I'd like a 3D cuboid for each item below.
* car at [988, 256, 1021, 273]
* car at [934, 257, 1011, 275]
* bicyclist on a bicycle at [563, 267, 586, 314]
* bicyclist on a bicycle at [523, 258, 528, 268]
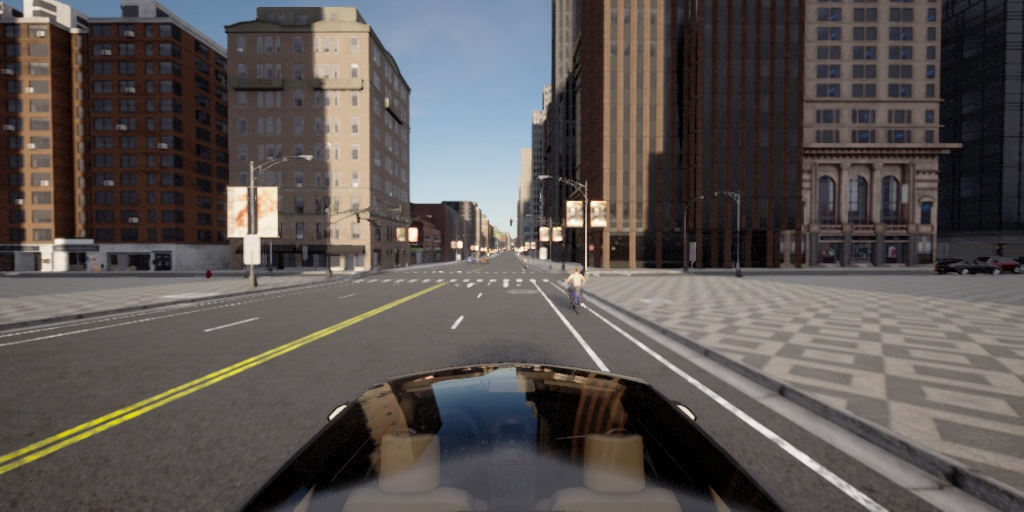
[{"bbox_3d":[48.630,0.838,36.688,4.553,1.767,2.097,0,1,0],"label":"car"},{"bbox_3d":[42.775,1.065,33.630,4.892,1.490,1.837,1,1,0],"label":"car"},{"bbox_3d":[2.250,1.172,12.697,0.866,1.612,1.509,0,0,0],"label":"bicyclist on a bicycle"},{"bbox_3d":[2.255,1.158,58.826,0.866,1.612,1.509,0,0,0],"label":"bicyclist on a bicycle"}]
